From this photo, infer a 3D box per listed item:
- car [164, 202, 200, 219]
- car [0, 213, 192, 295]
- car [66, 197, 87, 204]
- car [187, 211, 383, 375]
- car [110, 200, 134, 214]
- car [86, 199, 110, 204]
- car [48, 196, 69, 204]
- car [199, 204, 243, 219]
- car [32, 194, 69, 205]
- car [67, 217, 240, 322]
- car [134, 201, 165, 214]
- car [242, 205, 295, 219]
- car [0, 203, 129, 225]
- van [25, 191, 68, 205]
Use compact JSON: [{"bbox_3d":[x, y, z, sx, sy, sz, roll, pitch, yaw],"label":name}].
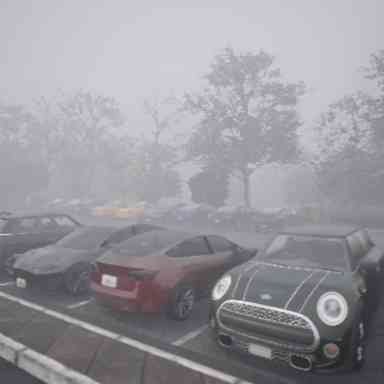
[{"bbox_3d":[0.658,1.541,23.283,2.097,1.535,5.008,1,0,36],"label":"car"},{"bbox_3d":[-2.368,1.600,9.292,2.163,1.488,4.792,0,0,36],"label":"car"},{"bbox_3d":[-8.258,1.404,29.785,2.163,1.488,4.792,2,1,36],"label":"car"},{"bbox_3d":[2.182,1.435,6.070,2.185,1.767,4.553,0,0,36],"label":"car"},{"bbox_3d":[-3.641,1.477,26.633,1.946,1.575,5.366,1,1,36],"label":"car"},{"bbox_3d":[-5.904,1.429,28.273,1.946,1.575,5.366,1,1,36],"label":"car"},{"bbox_3d":[-10.630,1.344,31.472,2.002,1.452,4.674,2,1,36],"label":"car"},{"bbox_3d":[2.917,1.558,21.646,2.097,1.535,5.008,0,0,36],"label":"car"},{"bbox_3d":[-12.885,1.270,33.105,2.002,1.452,4.674,2,1,36],"label":"car"},{"bbox_3d":[-0.076,1.599,7.704,2.163,1.488,4.792,0,0,36],"label":"car"},{"bbox_3d":[-1.617,1.545,24.901,2.163,1.488,4.792,1,1,36],"label":"car"},{"bbox_3d":[5.279,1.567,19.933,2.231,1.521,4.892,0,0,36],"label":"car"},{"bbox_3d":[-4.626,1.438,10.926,2.185,1.767,4.553,0,0,36],"label":"car"},{"bbox_3d":[-15.119,0.936,34.565,1.878,1.987,4.442,2,2,36],"label":"van"}]
